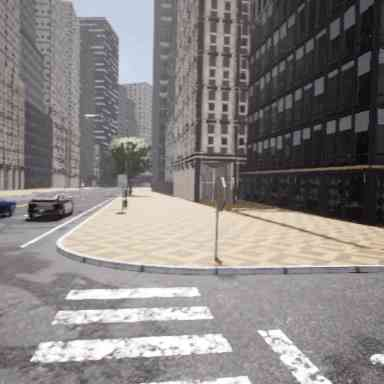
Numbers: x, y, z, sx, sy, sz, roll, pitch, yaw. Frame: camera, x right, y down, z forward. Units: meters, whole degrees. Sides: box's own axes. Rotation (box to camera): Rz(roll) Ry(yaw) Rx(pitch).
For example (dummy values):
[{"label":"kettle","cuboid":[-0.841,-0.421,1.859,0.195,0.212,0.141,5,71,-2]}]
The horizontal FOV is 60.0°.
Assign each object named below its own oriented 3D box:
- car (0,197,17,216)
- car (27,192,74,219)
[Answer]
[{"label":"car","cuboid":[-11.586,0.850,18.744,1.895,1.301,4.718,1,1,-9]},{"label":"car","cuboid":[-8.586,0.769,20.563,2.128,1.511,4.902,1,1,-9]}]
